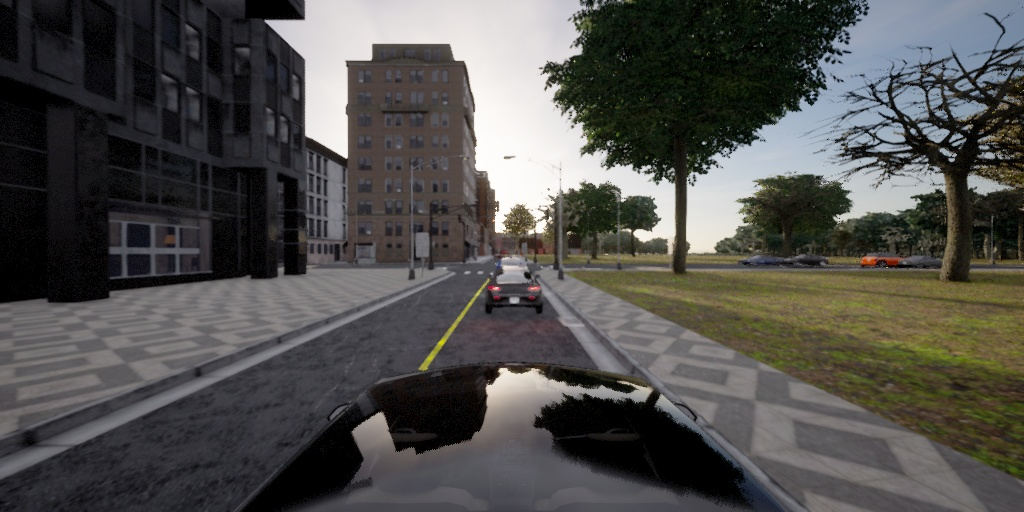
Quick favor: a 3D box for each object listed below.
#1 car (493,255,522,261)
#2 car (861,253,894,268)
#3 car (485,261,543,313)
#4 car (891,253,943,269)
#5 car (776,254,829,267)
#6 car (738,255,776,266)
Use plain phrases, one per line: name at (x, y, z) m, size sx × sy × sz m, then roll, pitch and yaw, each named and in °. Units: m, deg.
car at (-0.057, 0.842, 22.955) m, size 1.882 × 1.535 × 5.008 m, roll 0°, pitch 1°, yaw 0°
car at (42.278, 0.441, 40.357) m, size 4.553 × 1.767 × 2.097 m, roll 0°, pitch 0°, yaw 0°
car at (0.052, 1.073, 12.662) m, size 1.812 × 1.442 × 4.674 m, roll 0°, pitch 1°, yaw 0°
car at (42.659, 0.680, 37.110) m, size 4.181 × 1.385 × 1.994 m, roll 0°, pitch 0°, yaw 0°
car at (35.655, 0.559, 43.681) m, size 4.892 × 1.490 × 1.837 m, roll 1°, pitch 0°, yaw 0°
car at (32.668, 0.570, 46.922) m, size 5.357 × 1.411 × 2.033 m, roll 0°, pitch 0°, yaw 0°
